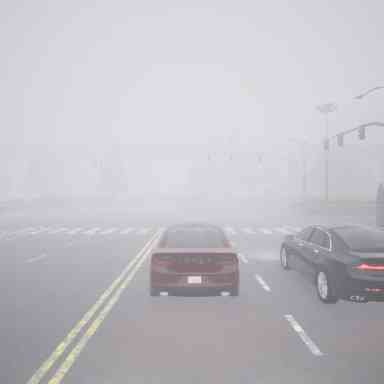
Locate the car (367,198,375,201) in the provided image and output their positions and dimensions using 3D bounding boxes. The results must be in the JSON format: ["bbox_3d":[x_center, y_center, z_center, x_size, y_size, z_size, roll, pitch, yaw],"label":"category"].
[{"bbox_3d":[20.482,1.547,43.629,5.357,1.411,2.033,0,0,0],"label":"car"}]

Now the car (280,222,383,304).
[{"bbox_3d":[3.554,1.505,8.128,1.837,1.490,4.892,0,0,0],"label":"car"}]

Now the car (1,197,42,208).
[{"bbox_3d":[-24.230,1.506,47.290,4.892,1.490,1.837,0,0,0],"label":"car"}]

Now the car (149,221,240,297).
[{"bbox_3d":[0.055,1.478,8.640,1.882,1.535,5.008,0,0,0],"label":"car"}]

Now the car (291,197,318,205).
[{"bbox_3d":[16.562,1.505,47.142,4.892,1.490,1.837,0,0,0],"label":"car"}]

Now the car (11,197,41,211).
[{"bbox_3d":[-21.306,1.526,40.280,4.674,1.442,1.812,0,0,0],"label":"car"}]

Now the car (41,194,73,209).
[{"bbox_3d":[-18.547,1.223,43.769,5.566,2.045,2.150,0,0,0],"label":"car"}]

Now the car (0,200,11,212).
[{"bbox_3d":[-21.533,1.547,33.080,5.357,1.411,2.033,0,0,0],"label":"car"}]

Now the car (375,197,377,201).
[{"bbox_3d":[26.256,1.503,47.114,4.892,1.490,1.837,0,0,0],"label":"car"}]

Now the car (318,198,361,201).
[{"bbox_3d":[17.967,1.564,40.139,4.181,1.385,1.994,0,0,0],"label":"car"}]
